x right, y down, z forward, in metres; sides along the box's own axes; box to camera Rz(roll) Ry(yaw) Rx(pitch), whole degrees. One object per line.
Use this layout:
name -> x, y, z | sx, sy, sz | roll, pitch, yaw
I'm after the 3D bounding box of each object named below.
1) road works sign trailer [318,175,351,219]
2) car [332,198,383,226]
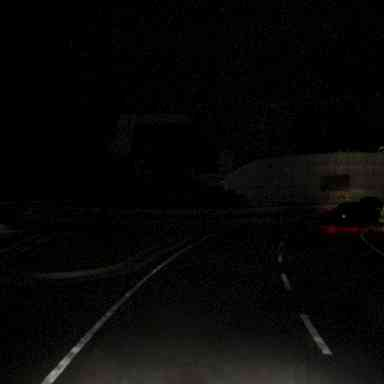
road works sign trailer -> 11.999, 0.383, 27.690 | 2.380, 3.560, 2.880 | 0, 0, 35
car -> 11.523, 1.409, 23.213 | 1.882, 1.535, 5.008 | 0, 0, 44
